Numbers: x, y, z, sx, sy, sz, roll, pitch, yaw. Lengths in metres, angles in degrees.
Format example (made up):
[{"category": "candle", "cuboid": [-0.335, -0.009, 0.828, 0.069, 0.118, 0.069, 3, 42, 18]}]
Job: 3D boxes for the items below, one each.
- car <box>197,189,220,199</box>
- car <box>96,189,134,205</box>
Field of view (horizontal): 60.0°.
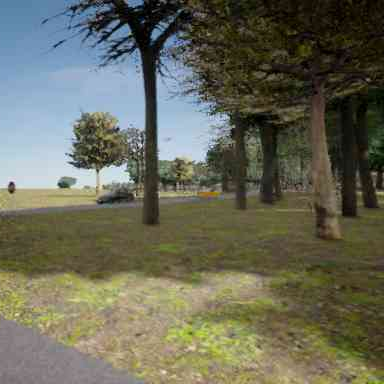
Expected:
[{"category": "car", "cuboid": [2.677, 0.243, 52.664, 1.882, 1.535, 5.008, -3, 0, 34]}, {"category": "car", "cuboid": [-10.532, 0.716, 45.755, 2.150, 2.045, 5.566, -3, 1, 34]}]
